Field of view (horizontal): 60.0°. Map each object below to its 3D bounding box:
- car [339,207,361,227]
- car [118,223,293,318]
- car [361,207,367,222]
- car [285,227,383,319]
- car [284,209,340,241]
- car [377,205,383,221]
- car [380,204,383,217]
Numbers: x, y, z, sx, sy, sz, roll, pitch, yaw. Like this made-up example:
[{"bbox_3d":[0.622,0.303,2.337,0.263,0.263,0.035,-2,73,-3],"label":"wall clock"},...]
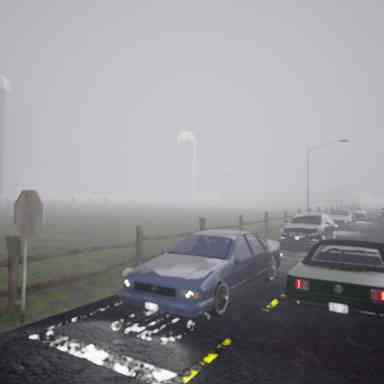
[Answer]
[{"bbox_3d":[11.406,2.025,25.490,2.033,1.411,5.357,0,-1,31],"label":"car"},{"bbox_3d":[0.671,1.668,8.118,2.033,1.411,5.357,0,-1,31],"label":"car"},{"bbox_3d":[16.688,2.216,33.955,1.994,1.385,4.181,0,-1,32],"label":"car"},{"bbox_3d":[3.677,1.733,7.574,1.895,1.301,4.718,0,-1,32],"label":"car"},{"bbox_3d":[5.842,1.798,16.493,1.837,1.490,4.892,0,-1,32],"label":"car"},{"bbox_3d":[19.646,2.209,33.321,2.033,1.411,5.357,0,-1,32],"label":"car"},{"bbox_3d":[24.921,2.346,41.943,1.837,1.490,4.892,0,-1,32],"label":"car"}]
